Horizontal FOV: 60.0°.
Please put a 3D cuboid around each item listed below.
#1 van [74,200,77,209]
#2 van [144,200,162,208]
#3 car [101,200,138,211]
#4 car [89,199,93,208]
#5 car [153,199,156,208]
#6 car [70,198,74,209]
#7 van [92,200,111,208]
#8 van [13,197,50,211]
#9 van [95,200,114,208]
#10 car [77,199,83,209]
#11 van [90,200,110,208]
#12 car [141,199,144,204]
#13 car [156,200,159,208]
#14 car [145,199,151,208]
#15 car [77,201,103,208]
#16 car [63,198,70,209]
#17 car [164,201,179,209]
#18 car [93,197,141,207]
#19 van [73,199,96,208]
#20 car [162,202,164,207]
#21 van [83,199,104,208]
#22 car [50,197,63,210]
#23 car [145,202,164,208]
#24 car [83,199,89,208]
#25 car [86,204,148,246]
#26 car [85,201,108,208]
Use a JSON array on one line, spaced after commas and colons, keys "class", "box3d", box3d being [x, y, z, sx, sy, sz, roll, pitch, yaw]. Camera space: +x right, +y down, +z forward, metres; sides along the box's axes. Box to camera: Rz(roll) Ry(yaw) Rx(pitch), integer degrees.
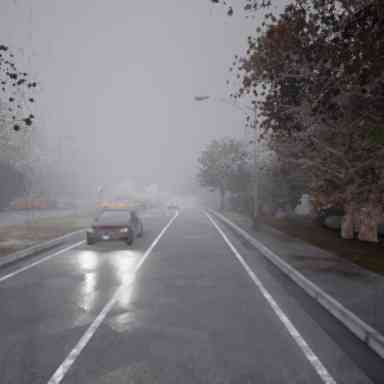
[{"class": "van", "box3d": [-23.539, 2.059, 59.297, 4.442, 1.987, 1.878, 0, -2, 0]}, {"class": "van", "box3d": [-10.217, 3.108, 86.814, 4.442, 1.987, 1.878, 0, -3, 0]}, {"class": "car", "box3d": [-10.351, 1.904, 47.990, 4.892, 1.521, 2.231, 0, -2, 0]}, {"class": "car", "box3d": [-23.414, 2.583, 67.594, 5.008, 1.535, 2.097, 0, -2, 0]}, {"class": "car", "box3d": [-10.345, 2.576, 67.404, 5.008, 1.535, 2.097, 0, -2, 0]}, {"class": "car", "box3d": [-23.416, 2.186, 56.520, 4.892, 1.521, 2.231, 0, -2, 0]}, {"class": "van", "box3d": [-23.530, 3.116, 86.962, 4.442, 1.987, 1.878, 0, -3, 0]}, {"class": "van", "box3d": [-23.543, 1.681, 48.104, 4.442, 1.987, 1.878, 0, -2, 0]}, {"class": "van", "box3d": [-23.529, 3.254, 89.603, 4.442, 1.987, 1.878, 0, -3, 0]}, {"class": "car", "box3d": [-23.390, 2.259, 62.061, 4.553, 1.767, 2.185, 0, -2, 0]}, {"class": "van", "box3d": [-23.298, 2.965, 84.063, 4.442, 1.987, 1.878, 0, -3, 0]}, {"class": "car", "box3d": [-10.351, 1.987, 50.761, 5.008, 1.535, 2.097, 0, -2, 0]}, {"class": "car", "box3d": [-10.308, 2.805, 72.950, 4.792, 1.488, 2.163, 0, -2, 0]}, {"class": "car", "box3d": [-10.315, 1.926, 56.315, 5.566, 2.045, 2.435, 0, -2, 0]}, {"class": "car", "box3d": [-23.232, 2.879, 75.901, 5.366, 1.575, 1.946, 0, -2, 0]}, {"class": "car", "box3d": [-23.238, 2.084, 53.754, 5.366, 1.575, 1.946, 0, -2, 0]}, {"class": "car", "box3d": [-3.313, 2.265, 57.558, 1.812, 1.442, 4.674, 0, -2, 1]}, {"class": "car", "box3d": [-10.161, 1.824, 45.222, 5.366, 1.575, 1.946, 0, -2, 0]}, {"class": "van", "box3d": [-23.535, 2.557, 73.139, 4.442, 1.987, 1.878, 0, -2, 0]}, {"class": "car", "box3d": [-10.363, 2.938, 84.043, 5.566, 2.045, 2.435, 0, -3, 0]}, {"class": "van", "box3d": [-23.299, 2.756, 78.675, 4.442, 1.987, 1.878, 0, -2, 0]}, {"class": "car", "box3d": [-23.452, 1.742, 50.995, 5.566, 2.045, 2.435, 0, -2, 0]}, {"class": "car", "box3d": [-10.326, 3.622, 92.347, 5.008, 1.535, 2.097, 0, -3, 0]}, {"class": "car", "box3d": [-23.415, 2.479, 64.700, 5.008, 1.535, 2.097, 0, -2, 0]}, {"class": "car", "box3d": [-3.353, 1.506, 15.260, 1.812, 1.442, 4.674, 0, 0, 0]}, {"class": "car", "box3d": [-23.420, 3.081, 81.436, 5.008, 1.535, 2.097, 0, -2, 0]}]
